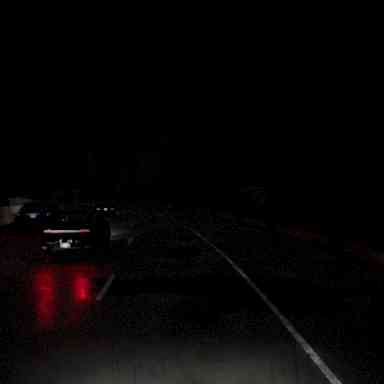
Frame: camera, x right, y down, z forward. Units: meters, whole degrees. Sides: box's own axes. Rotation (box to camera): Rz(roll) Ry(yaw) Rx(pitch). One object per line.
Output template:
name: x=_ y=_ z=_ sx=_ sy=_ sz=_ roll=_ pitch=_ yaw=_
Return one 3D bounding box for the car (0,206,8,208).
car: x=-22.040 y=1.242 z=37.842 sx=2.150 sy=2.045 sz=5.566 roll=0 pitch=0 yaw=-24

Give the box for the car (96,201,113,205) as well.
car: x=-8.296 y=1.551 z=31.465 sx=2.033 sy=1.411 sz=5.357 roll=0 pitch=0 yaw=-17

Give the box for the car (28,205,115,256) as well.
car: x=-4.393 y=1.494 z=13.137 sx=2.128 sy=1.511 sz=4.902 roll=0 pitch=0 yaw=-7

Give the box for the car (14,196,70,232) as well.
car: x=-9.114 y=1.360 z=20.317 sx=2.097 sy=1.767 sz=4.553 roll=0 pitch=0 yaw=-11

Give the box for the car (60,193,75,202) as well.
car: x=-28.471 y=1.245 z=75.535 sx=2.150 sy=2.045 sz=5.566 roll=0 pitch=0 yaw=-43
